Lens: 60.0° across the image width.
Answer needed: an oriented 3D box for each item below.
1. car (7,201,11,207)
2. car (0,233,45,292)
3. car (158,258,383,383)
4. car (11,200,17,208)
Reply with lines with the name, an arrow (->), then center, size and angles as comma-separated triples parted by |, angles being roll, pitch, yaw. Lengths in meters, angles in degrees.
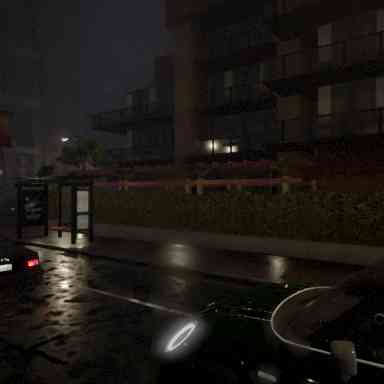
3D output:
car -> -24.563, 1.477, 49.090 | 1.882, 1.535, 5.008 | 0, 0, 35
car -> -5.735, 1.547, 8.039 | 5.357, 1.411, 2.033 | 0, 0, 36
car -> 1.882, 1.352, 2.662 | 4.553, 1.767, 2.097 | 0, 0, 35
car -> -22.065, 1.505, 46.547 | 1.837, 1.490, 4.892 | 0, 0, 36
